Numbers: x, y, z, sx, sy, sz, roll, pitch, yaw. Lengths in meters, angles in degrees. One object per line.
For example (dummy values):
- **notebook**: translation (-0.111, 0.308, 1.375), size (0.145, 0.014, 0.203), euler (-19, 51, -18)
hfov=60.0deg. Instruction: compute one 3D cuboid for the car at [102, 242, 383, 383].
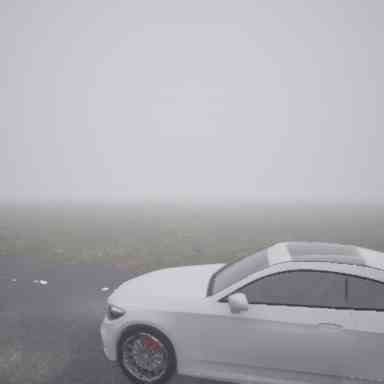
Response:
- **car**: translation (1.235, 1.360, 3.927), size (4.674, 1.442, 1.812), euler (1, 3, 16)
